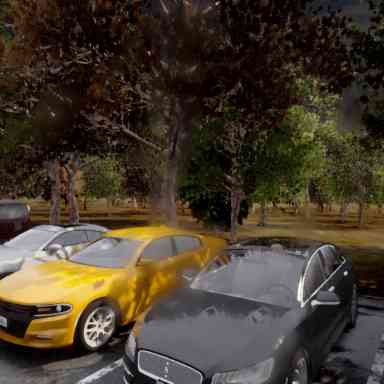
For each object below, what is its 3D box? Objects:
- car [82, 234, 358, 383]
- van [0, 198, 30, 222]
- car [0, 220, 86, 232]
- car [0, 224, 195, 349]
[{"bbox_3d":[1.162,1.482,4.938,2.231,1.521,4.892,0,0,35],"label":"car"},{"bbox_3d":[-7.987,1.256,11.295,1.878,1.987,4.442,0,0,35],"label":"van"},{"bbox_3d":[-3.380,1.522,8.164,2.002,1.452,4.674,0,0,35],"label":"car"},{"bbox_3d":[-1.108,1.481,6.551,2.097,1.535,5.008,0,0,35],"label":"car"}]
